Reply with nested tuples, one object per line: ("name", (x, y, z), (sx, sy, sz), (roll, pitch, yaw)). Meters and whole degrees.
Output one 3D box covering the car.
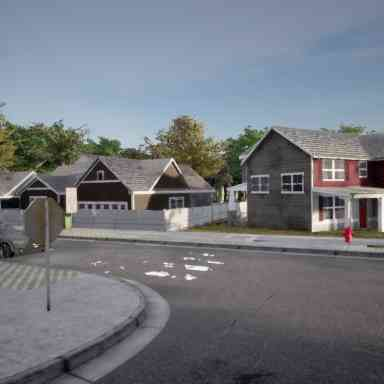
("car", (-8.521, 2.190, 15.530), (4.181, 1.385, 1.994), (-2, 0, 29))
